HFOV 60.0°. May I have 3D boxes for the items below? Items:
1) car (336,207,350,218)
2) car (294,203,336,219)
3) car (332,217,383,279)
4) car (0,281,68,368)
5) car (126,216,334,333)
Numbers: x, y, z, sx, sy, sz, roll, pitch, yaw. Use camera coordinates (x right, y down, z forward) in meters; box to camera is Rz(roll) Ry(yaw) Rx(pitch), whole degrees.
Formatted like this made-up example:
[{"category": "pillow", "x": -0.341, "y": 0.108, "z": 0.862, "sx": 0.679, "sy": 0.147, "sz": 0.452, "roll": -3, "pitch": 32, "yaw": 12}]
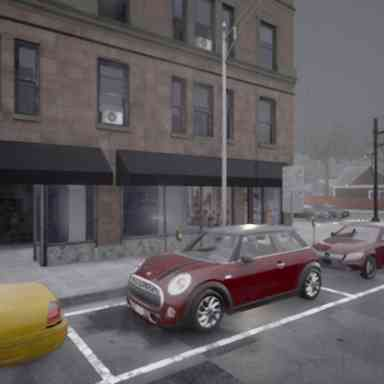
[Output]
[{"category": "car", "x": 11.533, "y": 1.648, "z": 29.107, "sx": 1.994, "sy": 1.385, "sz": 4.181, "roll": 0, "pitch": 0, "yaw": -36}, {"category": "car", "x": 8.902, "y": 1.614, "z": 27.199, "sx": 1.812, "sy": 1.442, "sz": 4.674, "roll": 0, "pitch": 0, "yaw": -36}, {"category": "car", "x": 5.228, "y": 1.578, "z": 9.934, "sx": 4.206, "sy": 1.307, "sz": 1.802, "roll": 0, "pitch": 0, "yaw": -36}, {"category": "car", "x": -3.884, "y": 1.526, "z": 3.409, "sx": 4.829, "sy": 1.417, "sz": 1.752, "roll": 0, "pitch": 0, "yaw": -36}, {"category": "car", "x": 0.741, "y": 1.438, "z": 6.721, "sx": 4.097, "sy": 1.590, "sz": 1.967, "roll": 0, "pitch": 0, "yaw": -36}]
